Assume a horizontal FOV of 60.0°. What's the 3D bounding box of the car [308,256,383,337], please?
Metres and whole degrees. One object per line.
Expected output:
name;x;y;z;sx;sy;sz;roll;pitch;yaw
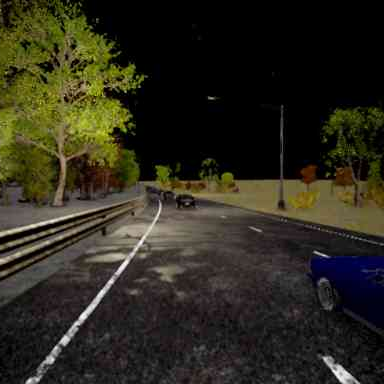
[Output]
car;3.518;1.549;4.608;1.895;1.301;4.718;0;1;-8

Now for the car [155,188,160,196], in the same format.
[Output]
car;-7.588;0.209;82.845;1.812;1.442;4.674;0;1;-8

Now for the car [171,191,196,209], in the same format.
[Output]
car;-0.814;0.965;35.118;1.882;1.535;5.008;0;1;-8

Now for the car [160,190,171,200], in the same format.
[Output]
car;-4.187;0.611;58.836;1.837;1.490;4.892;0;0;-9
